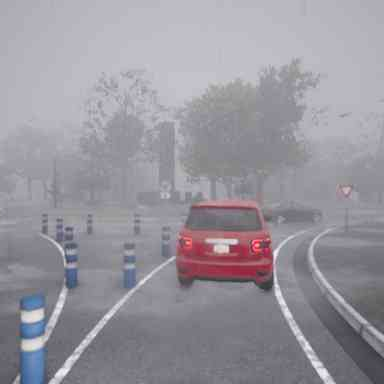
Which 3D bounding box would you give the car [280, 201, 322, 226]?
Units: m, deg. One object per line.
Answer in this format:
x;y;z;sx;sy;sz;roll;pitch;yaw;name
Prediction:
6.330;1.327;21.925;5.008;1.535;1.882;0;2;-26;car

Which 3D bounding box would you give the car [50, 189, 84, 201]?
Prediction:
-21.109;0.588;56.589;2.150;2.045;5.566;1;1;41;car

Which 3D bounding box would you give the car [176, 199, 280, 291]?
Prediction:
1.059;1.212;9.291;2.150;2.045;5.566;0;0;10;car
